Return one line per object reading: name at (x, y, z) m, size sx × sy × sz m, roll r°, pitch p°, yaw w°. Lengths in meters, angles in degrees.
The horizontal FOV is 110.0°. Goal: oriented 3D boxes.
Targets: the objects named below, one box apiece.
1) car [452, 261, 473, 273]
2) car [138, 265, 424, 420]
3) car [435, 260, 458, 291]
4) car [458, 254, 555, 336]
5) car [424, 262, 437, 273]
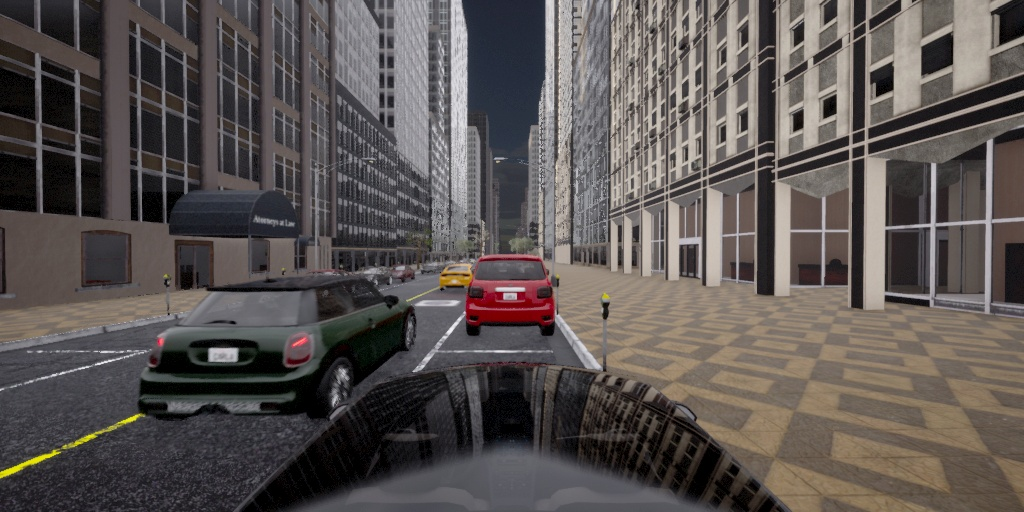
car at (-6.183, 1.343, 45.166) m, size 1.895 × 1.301 × 4.718 m, roll 0°, pitch 0°, yaw 0°
car at (-3.146, 1.100, 6.030) m, size 2.097 × 1.767 × 4.553 m, roll 0°, pitch 0°, yaw 0°
car at (-3.089, 1.224, 21.892) m, size 1.882 × 1.535 × 5.008 m, roll 0°, pitch 0°, yaw 0°
car at (-0.039, 0.976, 10.531) m, size 2.150 × 2.045 × 5.566 m, roll 0°, pitch 0°, yaw 0°
car at (-8.837, 1.293, 39.574) m, size 2.007 × 1.370 × 4.403 m, roll 0°, pitch 0°, yaw 0°
